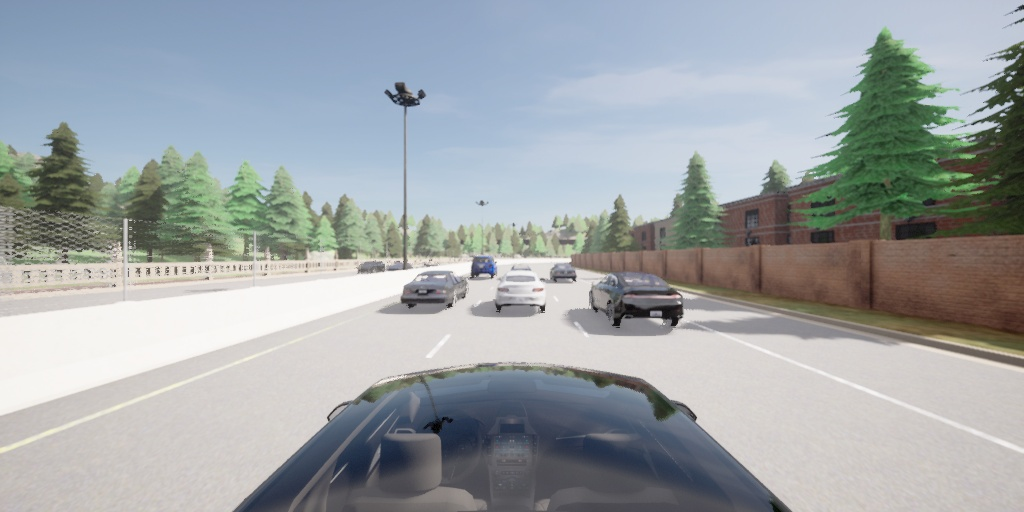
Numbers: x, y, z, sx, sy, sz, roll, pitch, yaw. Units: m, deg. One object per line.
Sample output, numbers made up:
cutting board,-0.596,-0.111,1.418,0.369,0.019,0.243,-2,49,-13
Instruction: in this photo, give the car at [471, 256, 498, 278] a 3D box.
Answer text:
car,-2.648,1.044,34.435,2.150,2.045,5.566,0,0,2

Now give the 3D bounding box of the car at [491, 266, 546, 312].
car,0.351,1.304,14.374,1.812,1.442,4.674,0,0,2

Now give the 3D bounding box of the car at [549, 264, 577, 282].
car,4.242,1.366,30.190,2.033,1.411,5.357,0,0,2

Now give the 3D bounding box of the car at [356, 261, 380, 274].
car,-16.644,1.335,42.457,1.837,1.490,4.892,0,0,1

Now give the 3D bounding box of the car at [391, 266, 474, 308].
car,-3.120,1.326,15.353,2.033,1.411,5.357,0,0,2

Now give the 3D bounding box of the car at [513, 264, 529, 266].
car,0.834,1.424,33.716,1.895,1.301,4.718,0,0,1

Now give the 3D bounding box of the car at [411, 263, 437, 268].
car,-9.677,1.433,41.132,1.895,1.301,4.718,0,0,1

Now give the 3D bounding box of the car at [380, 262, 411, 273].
car,-13.158,1.379,41.956,2.033,1.411,5.357,0,0,1

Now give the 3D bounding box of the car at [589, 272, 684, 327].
car,3.770,1.268,11.612,2.128,1.511,4.902,0,0,2
